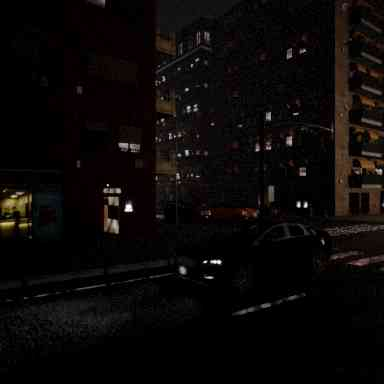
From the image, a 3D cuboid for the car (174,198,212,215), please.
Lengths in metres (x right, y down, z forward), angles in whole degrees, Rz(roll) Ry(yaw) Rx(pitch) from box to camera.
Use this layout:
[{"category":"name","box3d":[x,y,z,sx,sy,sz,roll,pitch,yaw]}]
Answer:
[{"category":"car","box3d":[0.027,1.718,41.135,2.192,1.841,5.009,-1,0,-36]}]

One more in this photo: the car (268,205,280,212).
[{"category":"car","box3d":[6.621,1.844,32.157,1.802,1.307,4.206,-1,0,-36]}]

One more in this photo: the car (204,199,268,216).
[{"category":"car","box3d":[3.402,1.587,26.553,2.097,1.767,4.553,0,-1,-36]}]

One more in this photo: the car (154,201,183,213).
[{"category":"car","box3d":[-3.262,2.025,45.623,2.008,1.369,4.403,-1,0,-36]}]

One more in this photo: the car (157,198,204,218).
[{"category":"car","box3d":[-0.376,1.586,27.068,2.192,1.841,5.009,-1,0,-36]}]

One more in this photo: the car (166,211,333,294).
[{"category":"car","box3d":[1.786,1.490,8.889,4.902,1.511,2.128,0,0,-36]}]

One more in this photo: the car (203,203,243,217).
[{"category":"car","box3d":[3.327,1.899,36.645,1.947,1.339,4.313,-1,0,-36]}]
